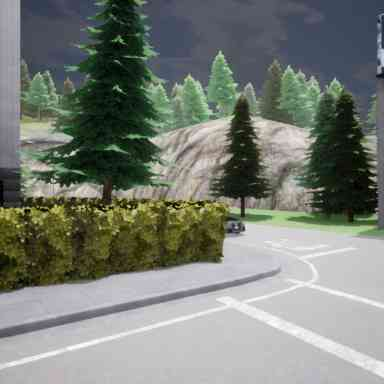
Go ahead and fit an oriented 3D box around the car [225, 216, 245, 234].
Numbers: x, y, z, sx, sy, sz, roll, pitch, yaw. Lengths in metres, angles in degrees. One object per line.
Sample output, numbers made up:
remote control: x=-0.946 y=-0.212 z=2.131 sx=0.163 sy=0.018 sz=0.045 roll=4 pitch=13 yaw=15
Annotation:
car: x=1.079 y=1.740 z=19.501 sx=1.994 sy=1.385 sz=4.181 roll=0 pitch=0 yaw=-42
